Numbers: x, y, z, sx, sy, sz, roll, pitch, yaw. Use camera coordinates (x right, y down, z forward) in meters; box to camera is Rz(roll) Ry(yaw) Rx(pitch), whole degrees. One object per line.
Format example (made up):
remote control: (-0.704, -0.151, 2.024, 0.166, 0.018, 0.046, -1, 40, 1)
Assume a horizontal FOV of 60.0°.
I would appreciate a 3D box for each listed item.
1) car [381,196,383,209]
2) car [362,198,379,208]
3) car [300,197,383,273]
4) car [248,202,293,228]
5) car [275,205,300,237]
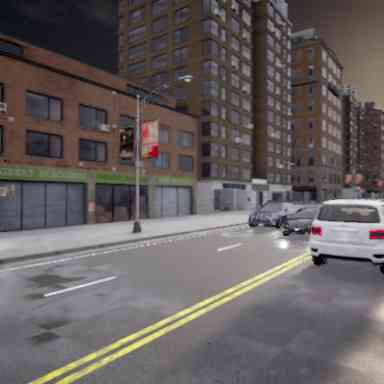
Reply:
car: (30.316, 1.578, 50.606, 2.097, 1.767, 4.553, 0, 0, 37)
car: (29.757, 1.772, 55.312, 1.812, 1.442, 4.674, 0, 0, 37)
car: (5.689, 1.275, 11.138, 2.150, 2.045, 5.566, 0, 0, 36)
car: (5.559, 1.464, 22.309, 2.097, 1.767, 4.553, 0, 0, 36)
car: (6.489, 1.594, 18.076, 1.837, 1.490, 4.892, 0, -1, 36)
